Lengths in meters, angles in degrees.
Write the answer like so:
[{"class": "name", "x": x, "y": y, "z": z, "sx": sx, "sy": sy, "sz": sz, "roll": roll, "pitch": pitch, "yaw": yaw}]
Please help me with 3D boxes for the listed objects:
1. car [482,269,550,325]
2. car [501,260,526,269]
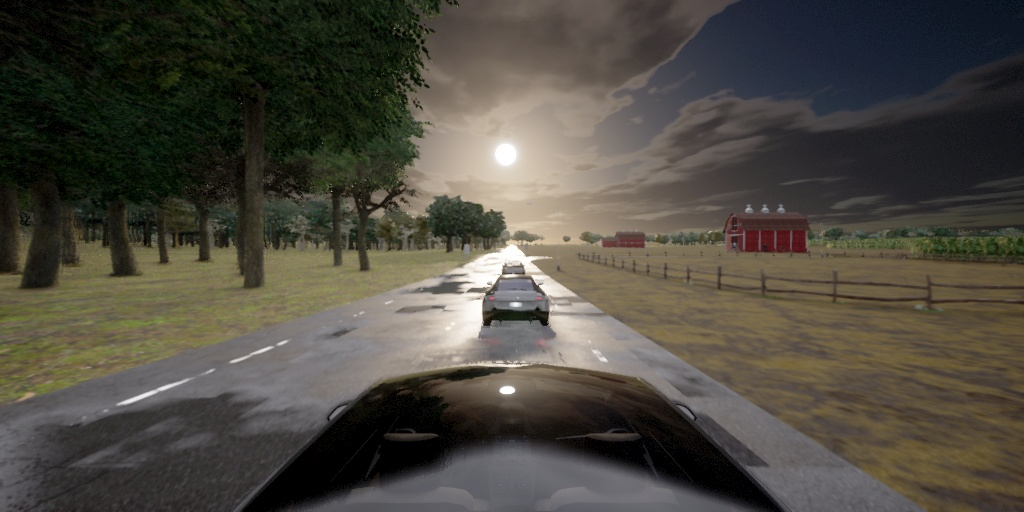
[{"class": "car", "x": 0.105, "y": 1.303, "z": 11.838, "sx": 1.994, "sy": 1.385, "sz": 4.181, "roll": 0, "pitch": 0, "yaw": 0}, {"class": "car", "x": 0.110, "y": 1.100, "z": 29.335, "sx": 2.128, "sy": 1.511, "sz": 4.902, "roll": 0, "pitch": 1, "yaw": 0}]
